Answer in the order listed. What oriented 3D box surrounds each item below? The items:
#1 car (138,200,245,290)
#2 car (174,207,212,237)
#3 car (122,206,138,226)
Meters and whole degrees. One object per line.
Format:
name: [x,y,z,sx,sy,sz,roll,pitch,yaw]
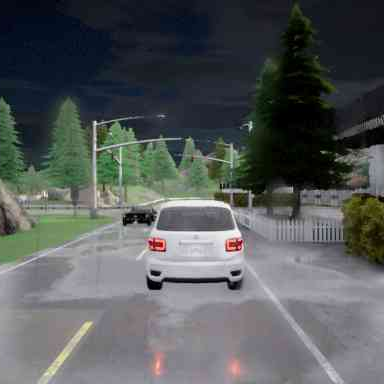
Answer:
car: [0.064,1.221,9.214,2.150,2.045,5.566,0,0,0]
car: [0.018,1.601,18.977,1.895,1.301,4.718,0,0,0]
car: [-3.602,1.621,23.358,1.895,1.301,4.718,0,0,0]
